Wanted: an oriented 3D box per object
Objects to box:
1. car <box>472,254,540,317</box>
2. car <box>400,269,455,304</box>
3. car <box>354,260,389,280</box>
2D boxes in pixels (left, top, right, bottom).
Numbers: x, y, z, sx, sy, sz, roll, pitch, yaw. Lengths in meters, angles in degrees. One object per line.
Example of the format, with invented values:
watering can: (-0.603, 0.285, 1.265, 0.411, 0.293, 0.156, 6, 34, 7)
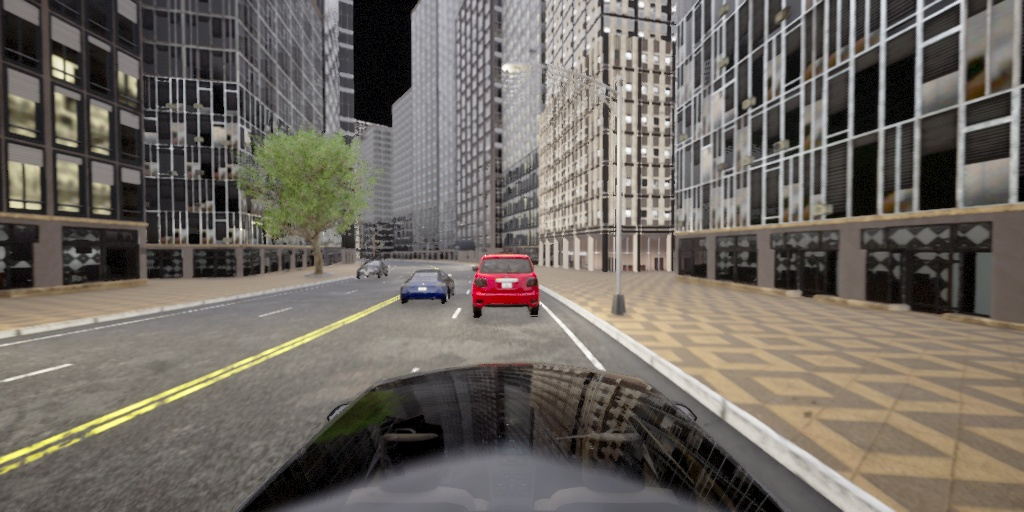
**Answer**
car: (-0.294, 0.957, 13.307, 2.150, 2.045, 5.566, 0, 0, -3)
car: (-3.769, 1.306, 16.538, 1.994, 1.385, 4.181, 0, 0, -4)
car: (-11.759, 1.090, 30.476, 1.812, 1.442, 4.674, 0, 0, -8)
